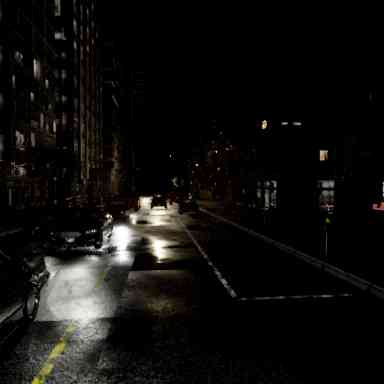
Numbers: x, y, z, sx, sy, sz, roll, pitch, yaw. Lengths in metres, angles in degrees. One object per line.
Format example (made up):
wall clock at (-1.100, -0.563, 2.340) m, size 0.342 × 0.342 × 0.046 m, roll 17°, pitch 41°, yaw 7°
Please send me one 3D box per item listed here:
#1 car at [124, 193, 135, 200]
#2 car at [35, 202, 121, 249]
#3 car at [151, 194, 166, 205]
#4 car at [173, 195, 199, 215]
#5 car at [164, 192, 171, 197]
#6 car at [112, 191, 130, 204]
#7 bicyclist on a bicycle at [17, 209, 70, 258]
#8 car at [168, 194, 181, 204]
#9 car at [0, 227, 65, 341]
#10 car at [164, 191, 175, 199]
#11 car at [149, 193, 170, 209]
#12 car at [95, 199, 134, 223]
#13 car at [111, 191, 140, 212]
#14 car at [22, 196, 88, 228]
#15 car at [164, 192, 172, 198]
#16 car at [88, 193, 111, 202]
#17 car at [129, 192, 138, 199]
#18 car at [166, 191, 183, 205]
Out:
car at (-12.888, 0.954, 68.961) m, size 1.887 × 1.381 × 4.507 m, roll -1°, pitch 1°, yaw -6°
car at (-4.468, 1.384, 13.931) m, size 2.128 × 1.511 × 4.902 m, roll 0°, pitch 1°, yaw -6°
car at (-5.174, 1.105, 51.125) m, size 2.033 × 1.411 × 5.357 m, roll 0°, pitch 1°, yaw -6°
car at (-0.400, 1.286, 30.572) m, size 2.008 × 1.369 × 4.403 m, roll -1°, pitch 1°, yaw -6°
car at (-6.873, 0.773, 91.844) m, size 1.802 × 1.307 × 4.206 m, roll -1°, pitch 1°, yaw -6°
car at (-11.150, 0.871, 52.446) m, size 2.192 × 1.841 × 5.009 m, roll -1°, pitch 1°, yaw -6°
bicyclist on a bicycle at (-4.800, 1.377, 10.713) m, size 1.656 × 1.620 × 0.582 m, roll -2°, pitch 1°, yaw -6°
car at (-2.829, 1.057, 53.486) m, size 1.752 × 1.417 × 4.829 m, roll -1°, pitch 1°, yaw -6°
car at (-3.436, 1.525, 4.214) m, size 2.033 × 1.411 × 5.357 m, roll 0°, pitch 1°, yaw -6°
car at (-5.137, 0.653, 75.331) m, size 2.192 × 1.841 × 5.009 m, roll -1°, pitch 1°, yaw -6°
car at (-3.911, 1.189, 39.235) m, size 1.812 × 1.442 × 4.674 m, roll 0°, pitch 0°, yaw -6°
car at (-5.516, 1.405, 23.936) m, size 1.895 × 1.301 × 4.718 m, roll 0°, pitch 1°, yaw -6°
car at (-6.569, 0.933, 34.351) m, size 2.150 × 2.045 × 5.566 m, roll 0°, pitch 1°, yaw -5°
car at (-7.692, 1.170, 18.688) m, size 2.192 × 1.841 × 5.009 m, roll -1°, pitch 1°, yaw -6°
car at (-6.293, 0.806, 86.340) m, size 1.947 × 1.339 × 4.313 m, roll -1°, pitch 1°, yaw -6°
car at (-8.761, 1.198, 29.707) m, size 1.967 × 1.590 × 4.097 m, roll -1°, pitch 1°, yaw -6°
car at (-14.031, 0.838, 79.800) m, size 1.752 × 1.417 × 4.829 m, roll -1°, pitch 1°, yaw -6°
car at (-2.235, 0.897, 47.811) m, size 2.192 × 1.841 × 5.009 m, roll -1°, pitch 1°, yaw -6°
